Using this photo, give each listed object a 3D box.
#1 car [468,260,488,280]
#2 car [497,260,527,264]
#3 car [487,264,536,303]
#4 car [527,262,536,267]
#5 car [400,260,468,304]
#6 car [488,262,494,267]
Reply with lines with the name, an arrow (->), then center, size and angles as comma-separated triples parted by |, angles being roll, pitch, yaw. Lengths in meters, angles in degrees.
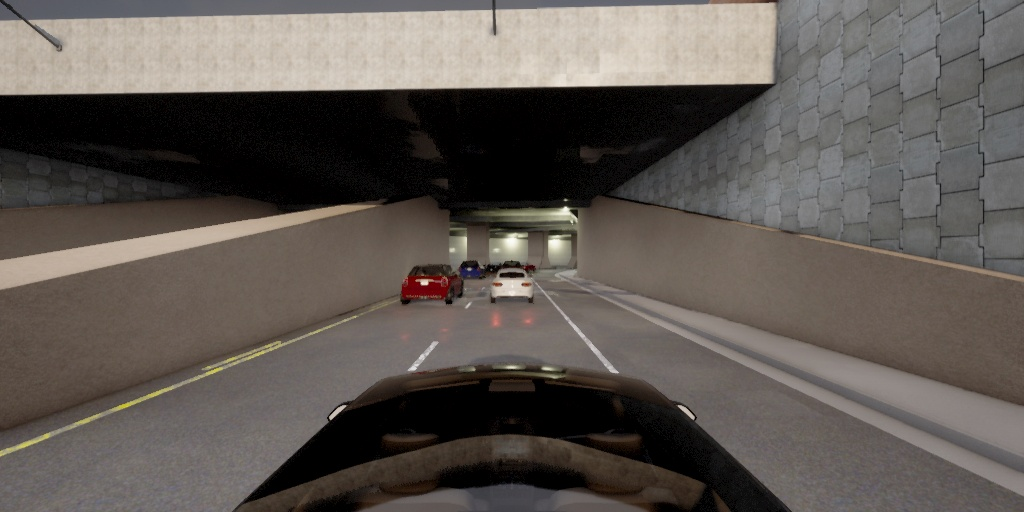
car -> -3.500, 1.116, 31.470 | 2.097, 1.767, 4.553 | 0, 0, 0
car -> 0.000, 1.116, 31.470 | 2.097, 1.767, 4.553 | 0, 0, 0
car -> 0.000, 1.283, 16.500 | 1.812, 1.442, 4.674 | 0, 0, 0
car -> 1.561, 1.366, 43.746 | 1.895, 1.301, 4.718 | 0, 0, 18
car -> -3.500, 1.116, 16.470 | 2.097, 1.767, 4.553 | 0, 0, 0
car -> -1.760, 1.366, 44.853 | 1.895, 1.301, 4.718 | 0, 0, 18
